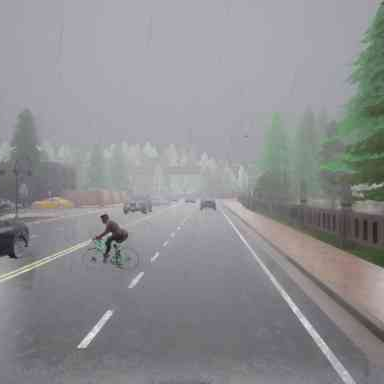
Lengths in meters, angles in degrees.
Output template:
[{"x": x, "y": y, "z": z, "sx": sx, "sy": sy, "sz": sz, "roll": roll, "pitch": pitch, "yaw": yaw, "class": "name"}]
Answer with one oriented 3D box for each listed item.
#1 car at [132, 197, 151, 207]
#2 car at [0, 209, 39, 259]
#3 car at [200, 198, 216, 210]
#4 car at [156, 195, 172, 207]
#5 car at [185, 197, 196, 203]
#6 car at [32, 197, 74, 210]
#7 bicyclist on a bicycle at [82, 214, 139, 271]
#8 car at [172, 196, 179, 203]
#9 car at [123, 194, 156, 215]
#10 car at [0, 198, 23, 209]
[{"x": -8.124, "y": 1.547, "z": 53.972, "sx": 2.033, "sy": 1.411, "sz": 5.357, "roll": 0, "pitch": 0, "yaw": 4, "class": "car"}, {"x": -6.705, "y": 1.491, "z": 9.758, "sx": 2.128, "sy": 1.511, "sz": 4.902, "roll": 0, "pitch": 0, "yaw": 3, "class": "car"}, {"x": 2.096, "y": 1.505, "z": 43.206, "sx": 1.837, "sy": 1.490, "sz": 4.892, "roll": 0, "pitch": 0, "yaw": 3, "class": "car"}, {"x": -4.718, "y": 1.601, "z": 51.339, "sx": 1.895, "sy": 1.301, "sz": 4.718, "roll": 0, "pitch": 0, "yaw": 3, "class": "car"}, {"x": -0.287, "y": 1.601, "z": 66.581, "sx": 1.895, "sy": 1.301, "sz": 4.718, "roll": 0, "pitch": 0, "yaw": 3, "class": "car"}, {"x": -17.220, "y": 1.440, "z": 41.150, "sx": 5.008, "sy": 1.535, "sz": 1.882, "roll": 0, "pitch": 1, "yaw": 3, "class": "car"}, {"x": -2.316, "y": 1.452, "z": 9.454, "sx": 1.656, "sy": 1.620, "sz": 0.582, "roll": -1, "pitch": 0, "yaw": 3, "class": "bicyclist on a bicycle"}, {"x": -3.847, "y": 1.555, "z": 67.746, "sx": 1.994, "sy": 1.385, "sz": 4.181, "roll": 0, "pitch": 0, "yaw": 3, "class": "car"}, {"x": -5.529, "y": 1.221, "z": 34.516, "sx": 2.150, "sy": 2.045, "sz": 5.566, "roll": 0, "pitch": 0, "yaw": 3, "class": "car"}, {"x": -21.976, "y": 1.453, "z": 38.228, "sx": 4.902, "sy": 1.511, "sz": 2.128, "roll": 0, "pitch": 0, "yaw": 5, "class": "car"}]
